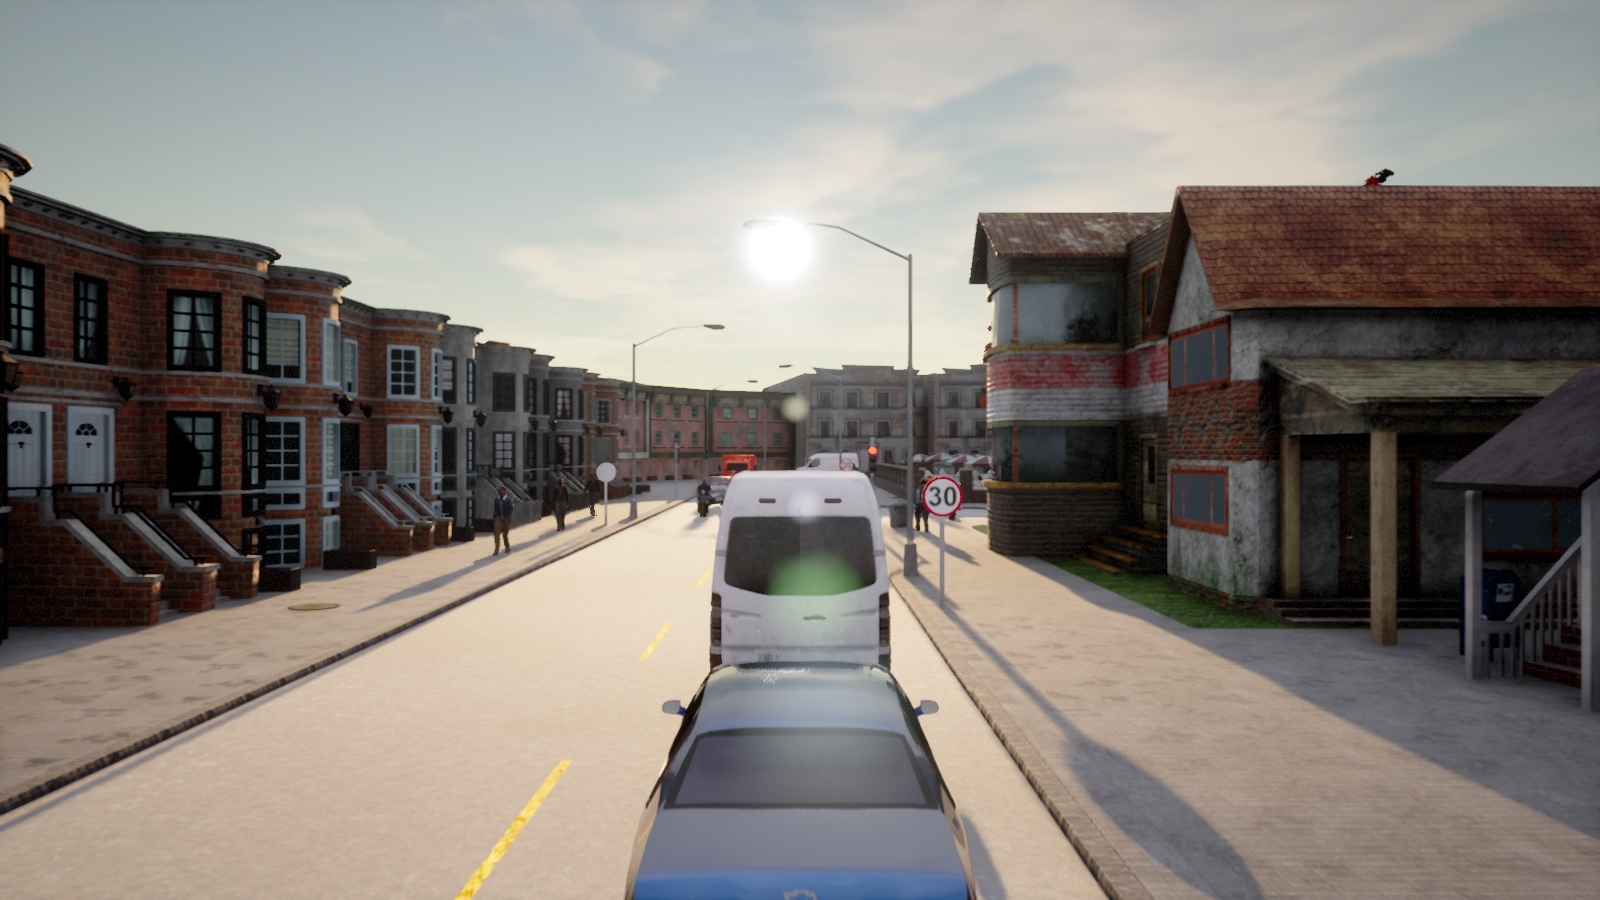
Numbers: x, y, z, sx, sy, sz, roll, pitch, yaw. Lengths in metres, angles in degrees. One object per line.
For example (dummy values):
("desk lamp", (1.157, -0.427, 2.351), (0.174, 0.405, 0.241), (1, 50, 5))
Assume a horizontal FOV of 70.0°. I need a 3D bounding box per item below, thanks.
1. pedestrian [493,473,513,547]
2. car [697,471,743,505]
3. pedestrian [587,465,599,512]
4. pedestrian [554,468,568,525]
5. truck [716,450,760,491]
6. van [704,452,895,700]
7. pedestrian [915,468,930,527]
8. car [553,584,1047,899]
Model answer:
("pedestrian", (-7.574, 1.525, 29.121), (0.375, 1.860, 0.375), (0, 0, 11))
("car", (-3.894, 1.826, 56.275), (2.128, 1.511, 4.902), (0, 0, -3))
("pedestrian", (-8.251, 1.527, 45.565), (0.375, 1.860, 0.375), (0, 0, 10))
("pedestrian", (-7.876, 1.524, 37.649), (0.375, 1.860, 0.375), (0, 0, 0))
("truck", (-4.037, 1.323, 75.504), (2.627, 2.467, 5.204), (0, 2, 0))
("van", (-0.004, 1.314, 14.832), (1.988, 2.561, 5.915), (0, 0, 0))
("pedestrian", (3.954, 1.524, 36.873), (0.375, 1.860, 0.375), (0, 0, -14))
("car", (-0.001, 1.886, 7.380), (2.033, 1.411, 5.357), (0, 0, 0))
